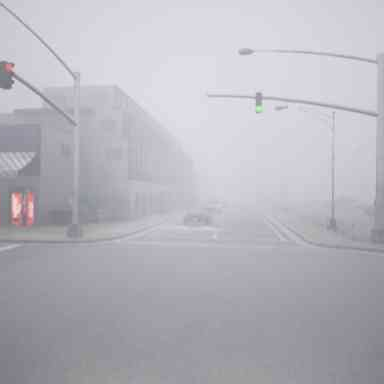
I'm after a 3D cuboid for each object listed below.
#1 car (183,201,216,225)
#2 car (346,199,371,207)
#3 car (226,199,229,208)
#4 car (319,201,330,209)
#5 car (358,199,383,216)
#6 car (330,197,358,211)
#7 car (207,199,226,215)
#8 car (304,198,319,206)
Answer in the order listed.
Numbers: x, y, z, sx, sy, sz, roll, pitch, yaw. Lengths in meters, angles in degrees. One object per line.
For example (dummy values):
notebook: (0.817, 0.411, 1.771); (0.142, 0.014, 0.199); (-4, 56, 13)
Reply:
car: (0.551, 1.689, 25.774); (1.812, 1.442, 4.674); (1, 0, 8)
car: (31.186, 2.079, 62.340); (3.806, 1.475, 1.970); (1, 0, 8)
car: (5.203, 1.857, 56.357); (1.882, 1.535, 5.008); (1, -1, 9)
car: (21.413, 1.613, 48.024); (4.605, 1.855, 1.932); (1, 0, 8)
car: (19.506, 1.564, 32.435); (5.027, 1.636, 2.152); (1, 0, 8)
car: (21.393, 1.576, 45.089); (3.866, 1.878, 1.905); (1, 0, 8)
car: (2.380, 1.602, 37.994); (2.097, 1.767, 4.553); (1, 0, 9)
car: (24.286, 2.019, 66.382); (3.633, 1.501, 1.845); (1, 0, 8)
